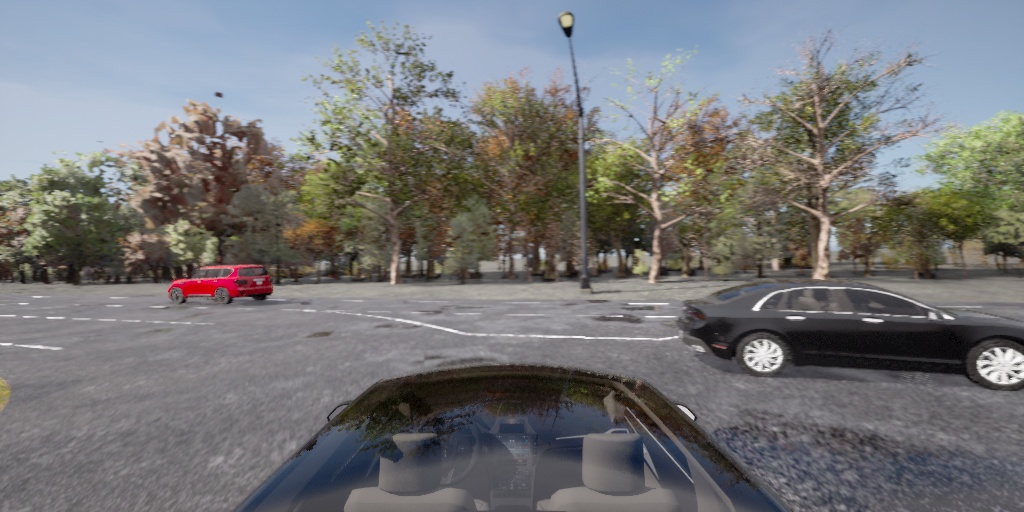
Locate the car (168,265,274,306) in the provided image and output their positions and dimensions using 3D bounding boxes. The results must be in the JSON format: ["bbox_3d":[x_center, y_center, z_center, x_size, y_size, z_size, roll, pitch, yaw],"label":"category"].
[{"bbox_3d":[-15.709,1.550,19.437,5.566,2.045,2.150,-1,-1,16],"label":"car"}]

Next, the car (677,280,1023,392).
[{"bbox_3d":[5.542,1.170,6.174,4.892,1.490,1.837,-2,-1,15],"label":"car"}]
